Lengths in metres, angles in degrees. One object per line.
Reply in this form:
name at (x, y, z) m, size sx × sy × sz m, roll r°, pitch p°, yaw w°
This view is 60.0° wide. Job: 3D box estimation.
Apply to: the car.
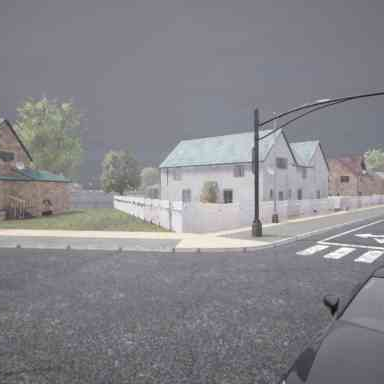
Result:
car at (2.548, 1.524, 3.442) m, size 1.812 × 1.442 × 4.674 m, roll 0°, pitch 0°, yaw 42°
